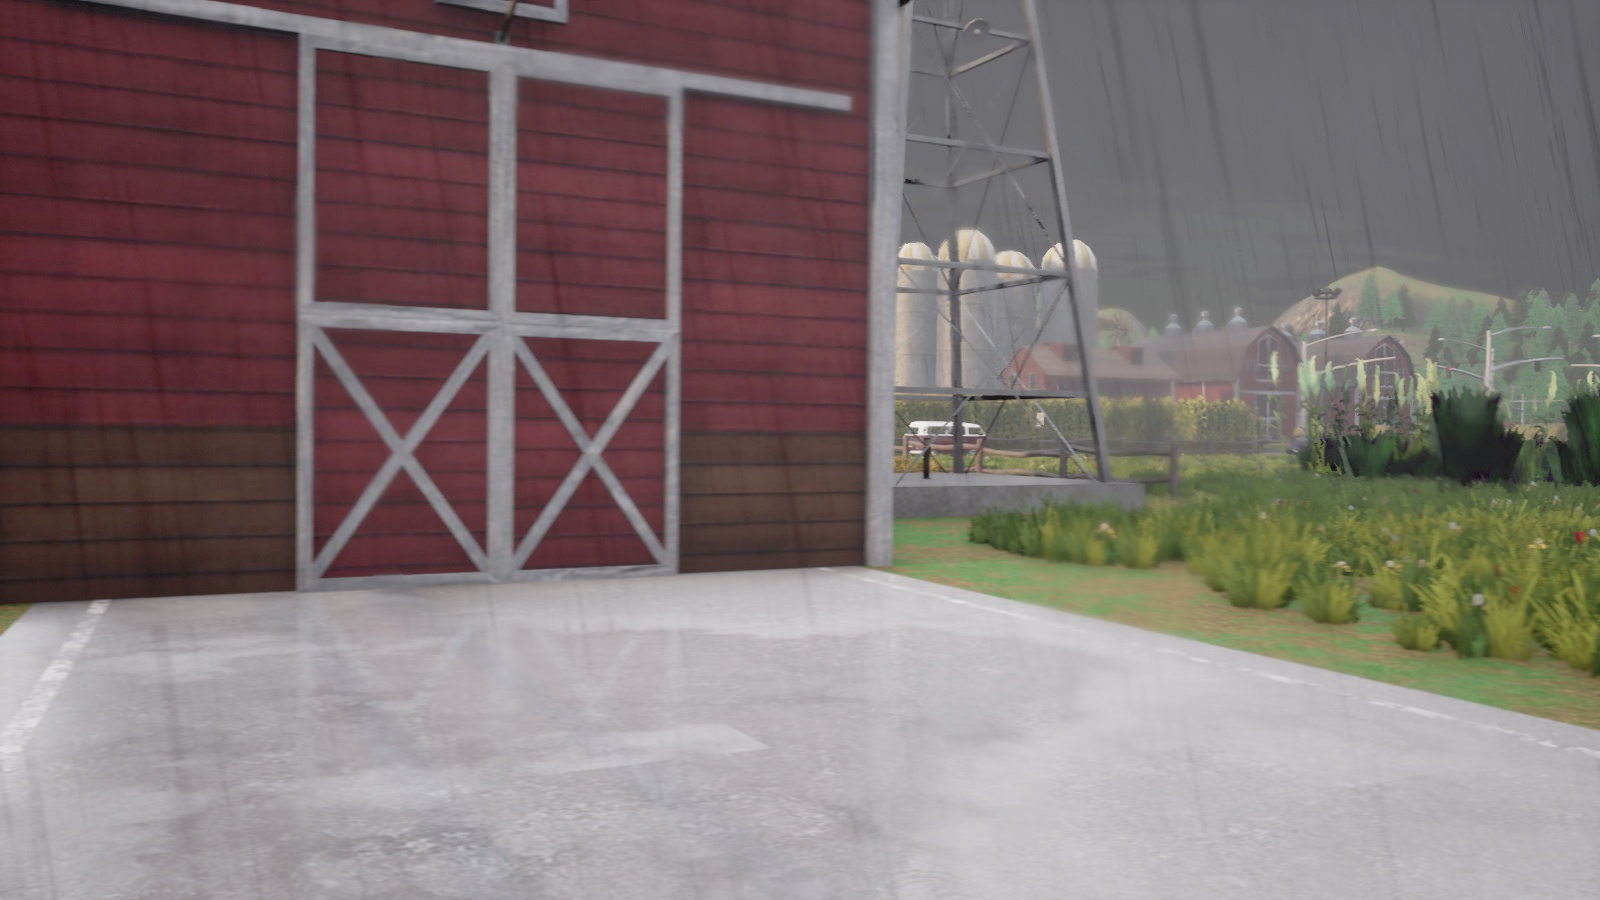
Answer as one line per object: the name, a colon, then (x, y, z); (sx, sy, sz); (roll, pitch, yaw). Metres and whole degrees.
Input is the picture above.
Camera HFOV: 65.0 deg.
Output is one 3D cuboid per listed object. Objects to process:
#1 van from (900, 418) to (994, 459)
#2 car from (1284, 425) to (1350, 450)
van: (7.707, -0.632, 65.752); (4.480, 2.038, 2.069); (-1, 1, -26)
car: (32.059, -0.802, 77.855); (3.633, 1.501, 1.845); (-1, 1, -26)
